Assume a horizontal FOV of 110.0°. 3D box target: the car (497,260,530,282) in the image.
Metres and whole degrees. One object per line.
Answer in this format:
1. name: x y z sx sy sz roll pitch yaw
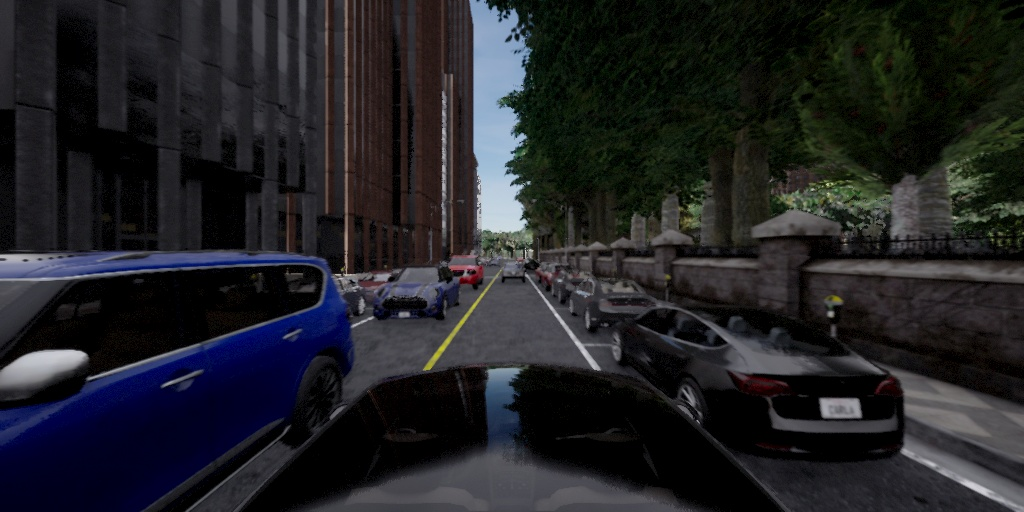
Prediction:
1. car: 0.102 1.263 28.049 2.033 1.411 5.357 0 0 0

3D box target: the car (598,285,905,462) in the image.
1. car: 2.764 1.311 5.094 1.948 1.339 4.313 0 0 0

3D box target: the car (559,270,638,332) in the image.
1. car: 2.766 1.289 10.551 2.007 1.370 4.403 0 0 0

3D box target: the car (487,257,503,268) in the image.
1. car: -3.022 1.247 61.050 1.994 1.385 4.181 0 0 1

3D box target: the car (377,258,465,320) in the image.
1. car: -3.088 1.088 12.542 2.097 1.767 4.553 0 0 0

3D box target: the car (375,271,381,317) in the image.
1. car: -5.760 1.289 10.546 2.007 1.370 4.403 0 0 0

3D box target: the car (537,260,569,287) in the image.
1. car: 2.769 1.164 21.464 1.967 1.591 4.097 0 0 0

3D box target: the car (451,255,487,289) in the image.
1. car: -3.048 0.944 23.048 2.150 2.045 5.566 0 0 0

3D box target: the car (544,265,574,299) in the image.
1. car: 2.767 1.282 16.008 2.007 1.370 4.403 0 0 0

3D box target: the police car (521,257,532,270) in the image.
1. police car: 2.379 1.121 44.947 1.930 1.638 5.238 0 0 0

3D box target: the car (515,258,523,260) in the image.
1. car: 0.111 1.297 44.576 1.895 1.301 4.718 0 0 0

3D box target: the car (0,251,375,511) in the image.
1. car: -3.096 0.971 2.360 2.150 2.045 5.566 0 0 0

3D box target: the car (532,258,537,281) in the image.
1. car: 2.770 1.157 26.921 1.967 1.591 4.097 0 0 0
